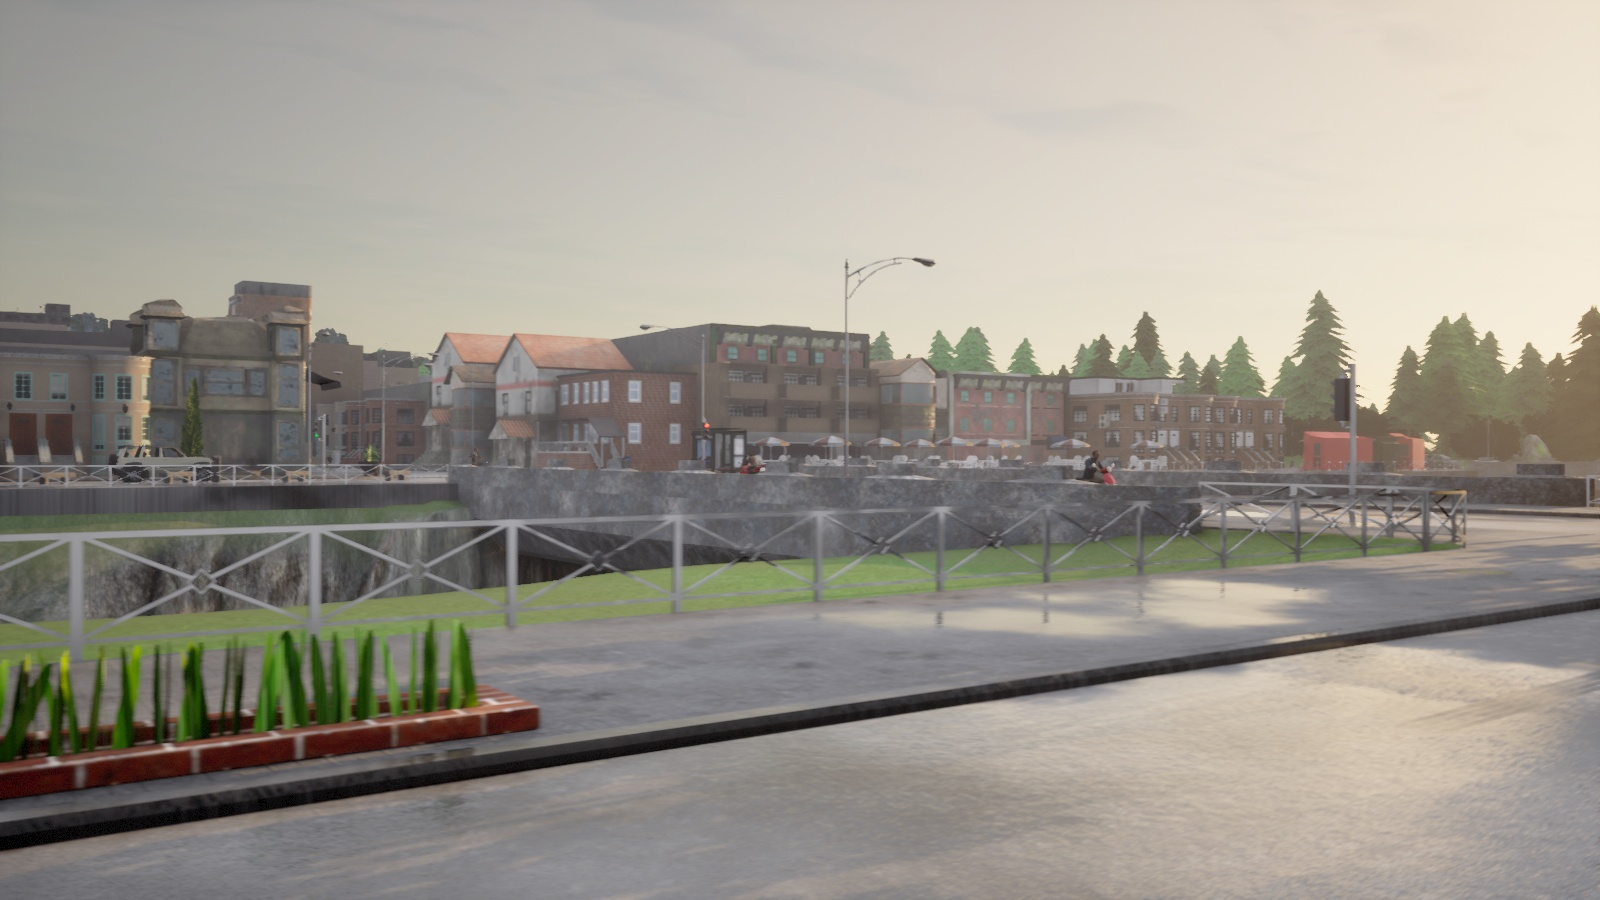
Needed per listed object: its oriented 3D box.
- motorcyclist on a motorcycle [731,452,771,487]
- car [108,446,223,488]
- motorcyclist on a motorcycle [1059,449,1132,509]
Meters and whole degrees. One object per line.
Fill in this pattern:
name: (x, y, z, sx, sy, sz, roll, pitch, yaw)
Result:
motorcyclist on a motorcycle: (-2.188, 0.868, 55.653, 0.797, 1.523, 2.044, 0, 0, -34)
car: (-29.686, 0.768, 58.809, 4.605, 1.855, 1.932, 0, 0, -35)
motorcyclist on a motorcycle: (8.000, 0.765, 34.100, 0.866, 1.590, 1.817, 0, 0, -34)
